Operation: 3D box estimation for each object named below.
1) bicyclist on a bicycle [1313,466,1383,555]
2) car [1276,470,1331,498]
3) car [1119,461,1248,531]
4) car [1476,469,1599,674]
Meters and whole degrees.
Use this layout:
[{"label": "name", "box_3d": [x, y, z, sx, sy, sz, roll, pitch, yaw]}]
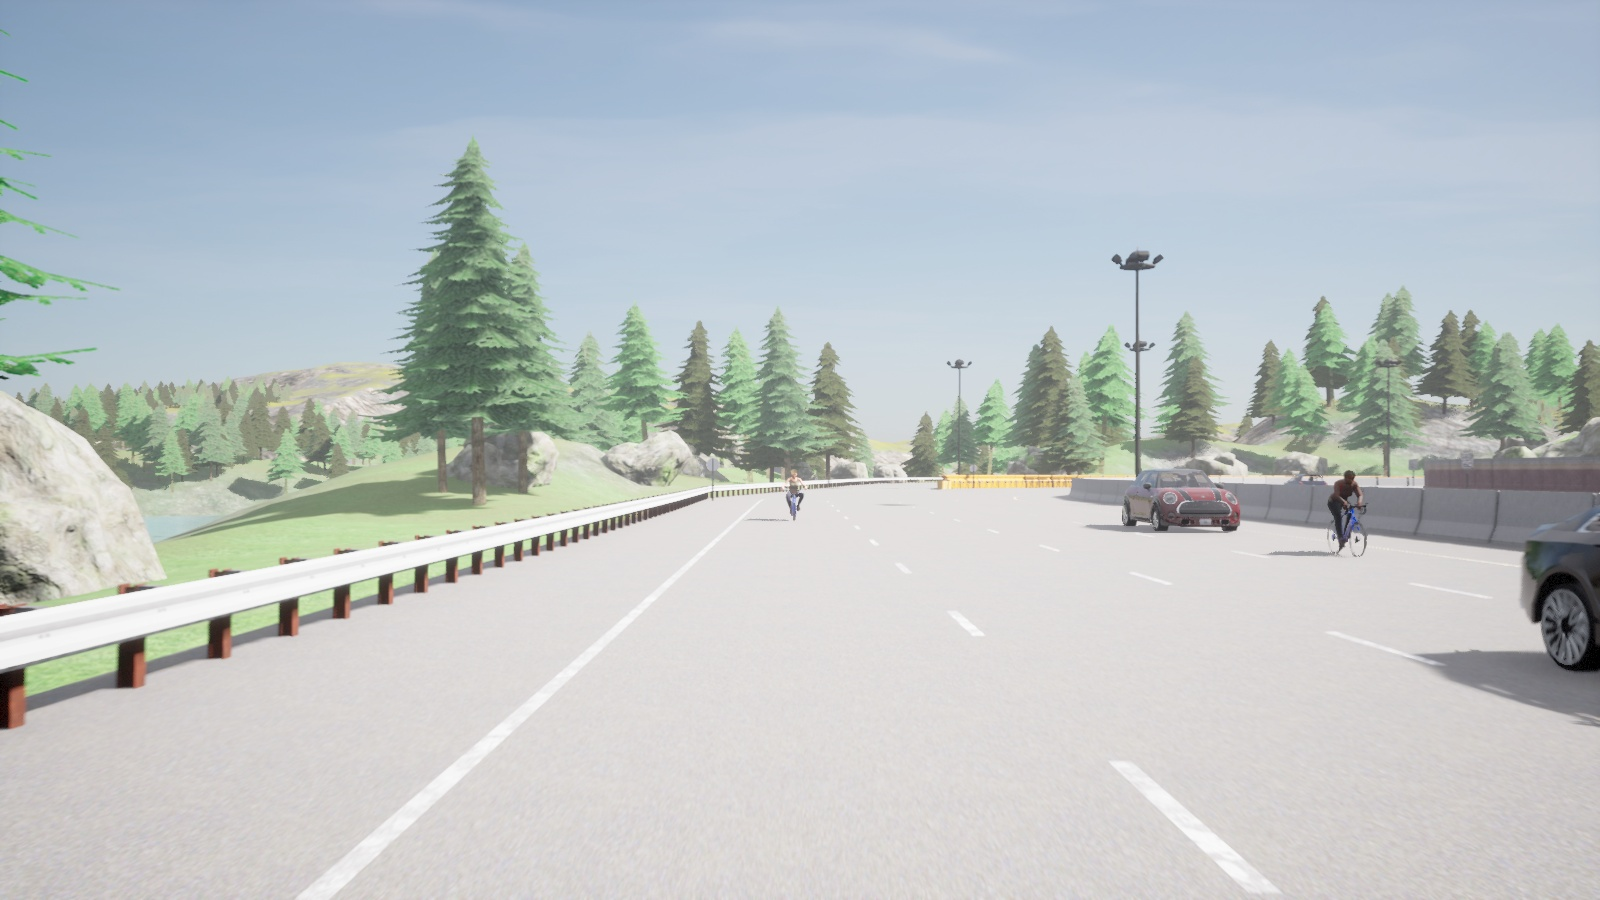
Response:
[{"label": "bicyclist on a bicycle", "box_3d": [10.406, 1.126, 23.888, 0.582, 1.620, 1.656, 0, -1, 0]}, {"label": "car", "box_3d": [27.991, 1.887, 69.918, 1.845, 1.501, 3.633, -1, -1, 6]}, {"label": "car", "box_3d": [10.353, 1.205, 34.264, 2.097, 1.767, 4.553, 0, -1, 0]}, {"label": "car", "box_3d": [6.979, 0.884, 8.503, 2.128, 1.511, 4.902, 0, -1, 0]}]
